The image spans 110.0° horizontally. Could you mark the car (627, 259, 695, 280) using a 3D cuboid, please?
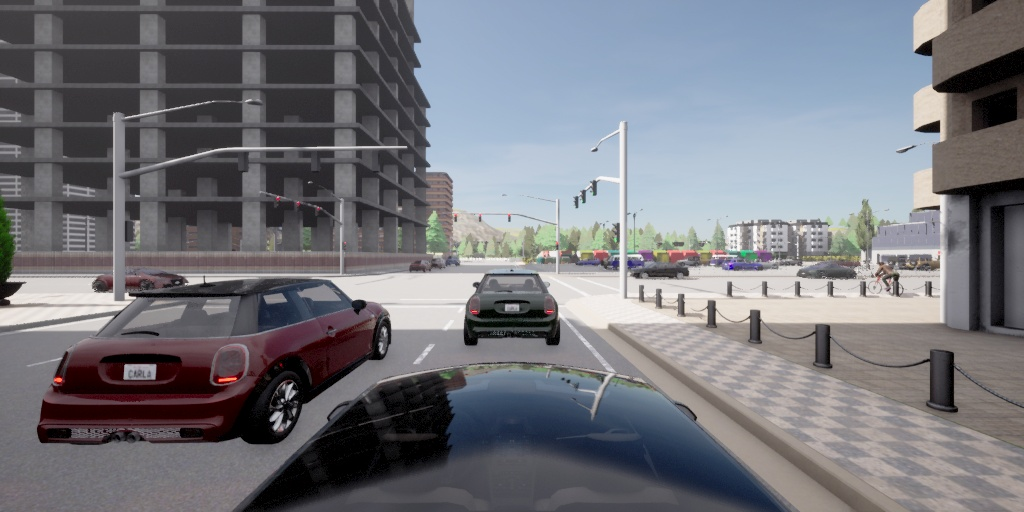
[{"bbox_3d":[13.039,1.283,31.820,5.008,1.535,1.882,0,0,0],"label":"car"}]

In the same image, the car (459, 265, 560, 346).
[{"bbox_3d":[-0.020,1.102,9.605,2.097,1.767,4.553,0,0,-1],"label":"car"}]

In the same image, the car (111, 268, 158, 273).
[{"bbox_3d":[-21.491,1.369,20.867,4.181,1.385,1.994,0,0,0],"label":"car"}]

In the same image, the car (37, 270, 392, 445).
[{"bbox_3d":[-3.483,1.102,5.471,2.097,1.767,4.553,0,0,0],"label":"car"}]

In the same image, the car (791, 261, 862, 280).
[{"bbox_3d":[27.931,1.369,31.925,4.181,1.385,1.994,0,0,0],"label":"car"}]

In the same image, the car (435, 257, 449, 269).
[{"bbox_3d":[-11.467,1.102,54.509,2.097,1.767,4.553,0,0,-1],"label":"car"}]

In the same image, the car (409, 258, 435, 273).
[{"bbox_3d":[-11.366,1.228,44.752,1.882,1.535,5.008,0,0,0],"label":"car"}]

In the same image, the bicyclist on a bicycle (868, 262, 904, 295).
[{"bbox_3d":[18.070,1.106,17.374,0.582,1.620,1.656,0,0,0],"label":"bicyclist on a bicycle"}]
